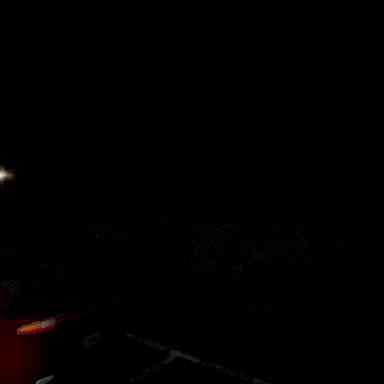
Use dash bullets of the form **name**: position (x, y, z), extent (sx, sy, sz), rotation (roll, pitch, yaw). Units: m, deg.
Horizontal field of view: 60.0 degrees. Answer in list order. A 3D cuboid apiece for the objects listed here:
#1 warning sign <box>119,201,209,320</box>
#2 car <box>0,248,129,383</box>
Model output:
- **warning sign**: position (-0.492, 1.113, 6.152), extent (1.060, 1.860, 1.300), rotation (0, 0, 36)
- **car**: position (-2.953, 1.543, 5.090), extent (4.507, 1.381, 1.887), rotation (0, 0, 36)
